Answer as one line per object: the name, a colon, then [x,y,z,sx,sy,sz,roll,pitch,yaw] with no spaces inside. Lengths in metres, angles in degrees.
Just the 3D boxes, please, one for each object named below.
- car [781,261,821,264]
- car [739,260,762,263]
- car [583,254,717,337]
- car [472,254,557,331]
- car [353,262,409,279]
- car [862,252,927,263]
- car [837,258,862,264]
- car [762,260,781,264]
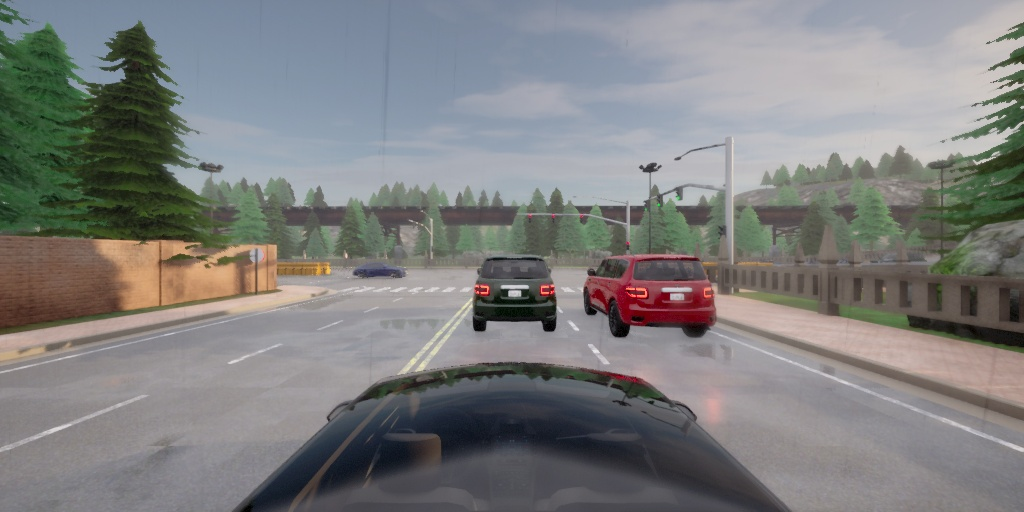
car: [34.741,1.302,42.068,4.181,1.385,1.994,0,0,0]
car: [25.828,1.241,42.097,4.902,1.511,2.128,0,0,0]
car: [3.570,0.971,10.386,2.150,2.045,5.566,0,0,0]
car: [0.070,0.971,11.063,2.150,2.045,5.566,0,0,0]
car: [-11.527,1.275,31.597,4.674,1.442,1.812,0,0,0]
car: [45.137,0.669,42.055,5.566,2.045,2.150,-3,0,-1]
car: [41.756,1.081,45.553,4.902,1.511,2.128,-2,0,0]
car: [31.376,1.297,45.588,5.357,1.411,2.033,0,0,0]
